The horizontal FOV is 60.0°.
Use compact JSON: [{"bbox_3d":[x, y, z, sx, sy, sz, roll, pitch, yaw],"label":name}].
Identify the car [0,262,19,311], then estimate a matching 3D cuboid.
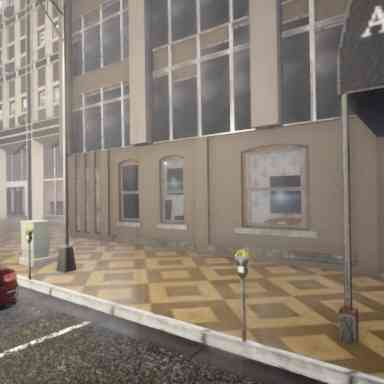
[{"bbox_3d":[-4.975,1.584,6.433,4.206,1.307,1.802,0,-1,35],"label":"car"}]
